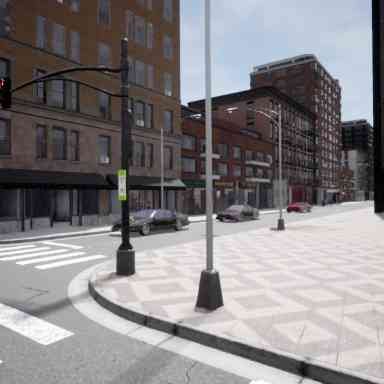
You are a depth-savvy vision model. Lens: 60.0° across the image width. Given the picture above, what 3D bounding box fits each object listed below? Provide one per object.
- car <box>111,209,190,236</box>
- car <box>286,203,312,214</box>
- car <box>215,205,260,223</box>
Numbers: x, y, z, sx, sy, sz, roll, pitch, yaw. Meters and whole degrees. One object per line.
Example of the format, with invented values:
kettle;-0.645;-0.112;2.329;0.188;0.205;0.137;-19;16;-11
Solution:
car;-2.270;1.708;19.986;2.033;1.411;5.357;-1;-1;36
car;13.405;1.981;41.714;1.895;1.301;4.718;-1;-1;36
car;4.091;1.800;28.834;2.033;1.411;5.357;-1;-1;35
